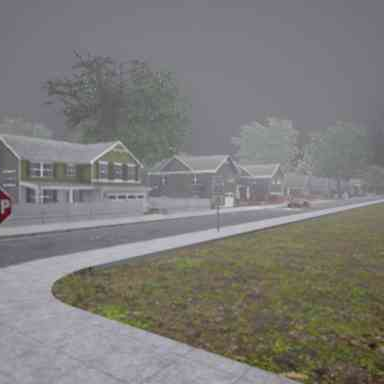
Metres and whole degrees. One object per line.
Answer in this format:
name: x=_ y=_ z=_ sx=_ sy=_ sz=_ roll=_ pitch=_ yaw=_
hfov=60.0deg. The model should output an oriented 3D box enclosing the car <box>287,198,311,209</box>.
car: x=14.941 y=1.506 z=46.240 sx=2.033 sy=1.411 sz=5.357 roll=0 pitch=0 yaw=35
